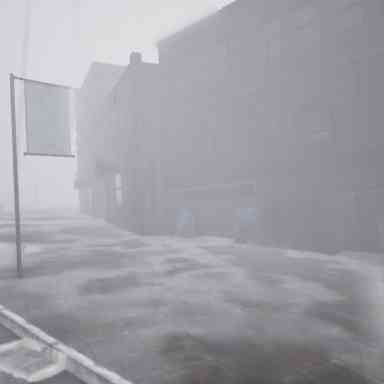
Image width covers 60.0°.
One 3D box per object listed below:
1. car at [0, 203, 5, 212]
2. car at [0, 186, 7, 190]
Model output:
[{"bbox_3d":[-27.237,2.096,44.821,1.837,1.490,4.892,-4,0,-1],"label":"car"},{"bbox_3d":[-47.440,-0.684,79.382,2.231,1.521,4.892,-4,-3,5],"label":"car"}]
